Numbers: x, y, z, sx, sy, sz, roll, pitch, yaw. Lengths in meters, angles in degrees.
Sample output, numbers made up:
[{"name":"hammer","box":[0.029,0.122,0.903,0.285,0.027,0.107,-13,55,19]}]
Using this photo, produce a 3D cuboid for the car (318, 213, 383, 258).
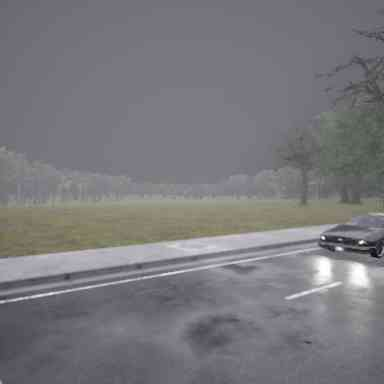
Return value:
[{"name":"car","box":[7.135,1.522,12.796,5.357,1.411,2.033,0,0,-36]}]
